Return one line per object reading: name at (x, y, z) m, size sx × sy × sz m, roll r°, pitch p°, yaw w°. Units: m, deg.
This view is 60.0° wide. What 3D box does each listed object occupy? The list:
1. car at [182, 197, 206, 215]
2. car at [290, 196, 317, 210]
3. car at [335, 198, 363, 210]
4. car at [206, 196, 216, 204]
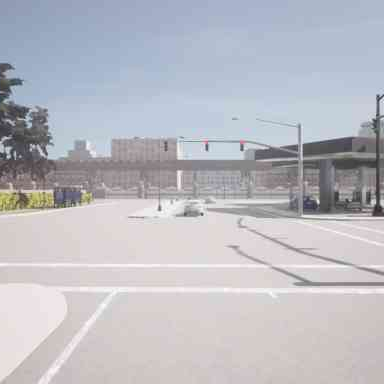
car at (0.153, 1.525, 33.393) m, size 1.812 × 1.442 × 4.674 m, roll 0°, pitch 0°, yaw 0°
car at (13.249, 1.295, 39.729) m, size 2.242 × 1.667 × 4.611 m, roll 0°, pitch 0°, yaw 0°
car at (18.995, 1.456, 40.486) m, size 1.970 × 1.475 × 3.806 m, roll 0°, pitch 0°, yaw 0°
car at (3.563, 1.525, 64.414) m, size 1.812 × 1.442 × 4.674 m, roll 0°, pitch 0°, yaw 0°
